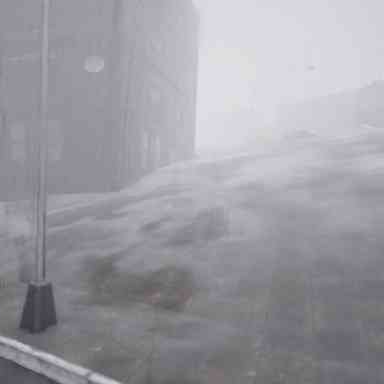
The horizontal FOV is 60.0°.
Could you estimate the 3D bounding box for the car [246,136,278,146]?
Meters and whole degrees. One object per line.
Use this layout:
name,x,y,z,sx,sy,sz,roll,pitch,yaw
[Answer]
car,8.156,-5.466,37.083,2.185,1.767,4.553,1,2,-33

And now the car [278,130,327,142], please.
car,11.124,-5.253,32.433,2.185,1.767,4.553,1,2,-33

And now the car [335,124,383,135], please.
car,14.171,-4.865,27.657,2.002,1.452,4.674,1,2,-33

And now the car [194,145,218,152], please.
car,2.227,-5.753,46.365,2.231,1.521,4.892,1,2,-33

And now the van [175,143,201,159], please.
van,-0.668,-6.176,50.907,1.878,1.987,4.442,1,2,-33
